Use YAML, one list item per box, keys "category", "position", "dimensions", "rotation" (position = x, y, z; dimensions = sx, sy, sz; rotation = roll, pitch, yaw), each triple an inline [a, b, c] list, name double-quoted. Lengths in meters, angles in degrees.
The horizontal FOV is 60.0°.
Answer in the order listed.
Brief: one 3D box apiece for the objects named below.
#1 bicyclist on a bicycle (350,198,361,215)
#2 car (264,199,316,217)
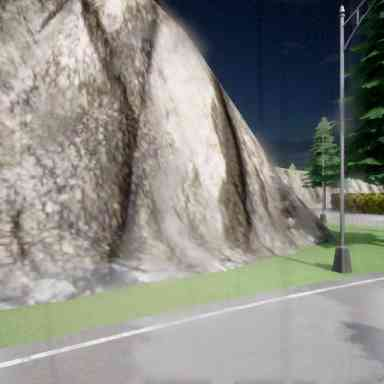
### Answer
- category: "bicyclist on a bicycle"
  position: [16.430, 1.453, 33.354]
  dimensions: [1.656, 1.620, 0.582]
  rotation: [0, 0, -28]
- category: "car"
  position: [9.439, 1.478, 31.532]
  dimensions: [1.882, 1.535, 5.008]
  rotation: [0, 0, -27]
